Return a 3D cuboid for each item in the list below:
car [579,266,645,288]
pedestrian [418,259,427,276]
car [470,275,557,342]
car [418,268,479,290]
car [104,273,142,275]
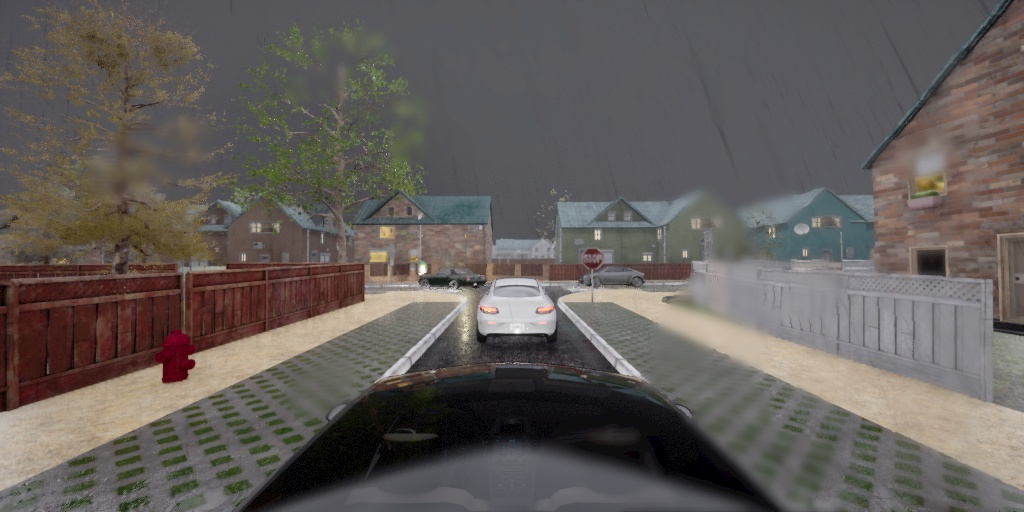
[{"bbox_3d":[6.512,1.344,23.613,4.181,1.385,1.994,-1,-1,1],"label":"car"},{"bbox_3d":[-6.683,1.118,26.716,0.375,1.860,0.375,0,-1,1],"label":"pedestrian"},{"bbox_3d":[0.108,1.279,9.622,1.812,1.442,4.674,0,0,0],"label":"car"},{"bbox_3d":[-3.895,1.449,22.794,4.718,1.301,1.895,-2,-2,41],"label":"car"},{"bbox_3d":[-22.200,1.595,21.066,4.718,1.301,1.895,-1,-1,1],"label":"car"}]
